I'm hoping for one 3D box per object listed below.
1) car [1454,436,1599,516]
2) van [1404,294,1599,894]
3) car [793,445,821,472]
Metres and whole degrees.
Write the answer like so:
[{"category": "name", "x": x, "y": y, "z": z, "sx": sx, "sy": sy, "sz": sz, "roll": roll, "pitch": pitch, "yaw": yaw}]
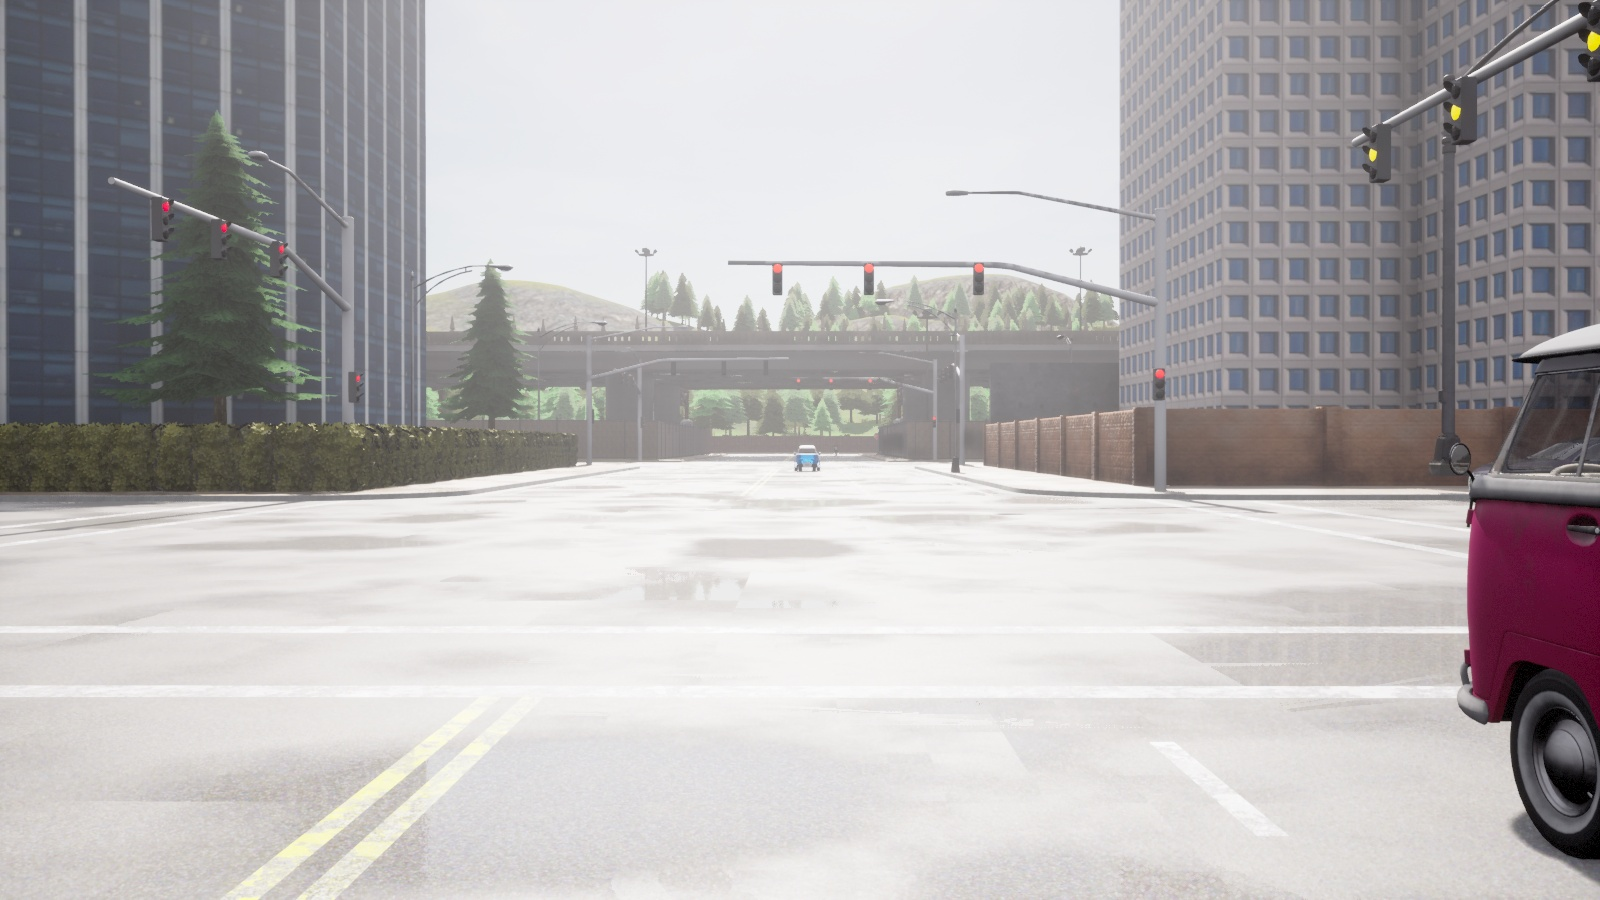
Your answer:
[{"category": "car", "x": 17.088, "y": 0.537, "z": 27.131, "sx": 4.856, "sy": 1.649, "sz": 2.033, "roll": 0, "pitch": 0, "yaw": 1}, {"category": "van", "x": 3.533, "y": 0.483, "z": 3.300, "sx": 1.775, "sy": 1.987, "sz": 4.442, "roll": 0, "pitch": 0, "yaw": 0}, {"category": "car", "x": 0.383, "y": 0.426, "z": 66.471, "sx": 1.481, "sy": 1.376, "sz": 2.207, "roll": 0, "pitch": 1, "yaw": 0}]
